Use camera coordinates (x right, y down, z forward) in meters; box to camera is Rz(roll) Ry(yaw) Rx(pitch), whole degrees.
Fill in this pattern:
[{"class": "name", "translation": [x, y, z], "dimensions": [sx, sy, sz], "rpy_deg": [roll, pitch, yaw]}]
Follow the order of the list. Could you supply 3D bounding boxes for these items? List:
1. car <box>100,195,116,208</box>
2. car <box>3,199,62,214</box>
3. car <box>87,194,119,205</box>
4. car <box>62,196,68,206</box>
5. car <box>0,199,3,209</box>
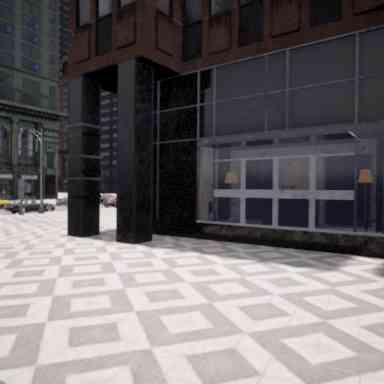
[{"class": "car", "translation": [-8.818, 1.212, 40.009], "dimensions": [1.802, 1.307, 4.206], "rpy_deg": [2, 2, 36]}, {"class": "car", "translation": [-15.076, 1.310, 31.261], "dimensions": [2.008, 1.369, 4.403], "rpy_deg": [2, 2, 36]}, {"class": "car", "translation": [-13.030, 1.042, 48.772], "dimensions": [1.947, 1.339, 4.313], "rpy_deg": [2, 2, 36]}, {"class": "car", "translation": [-16.056, 1.091, 44.541], "dimensions": [2.008, 1.369, 4.403], "rpy_deg": [2, 2, 36]}, {"class": "car", "translation": [-18.206, 1.387, 26.887], "dimensions": [1.947, 1.339, 4.313], "rpy_deg": [2, 2, 36]}]
